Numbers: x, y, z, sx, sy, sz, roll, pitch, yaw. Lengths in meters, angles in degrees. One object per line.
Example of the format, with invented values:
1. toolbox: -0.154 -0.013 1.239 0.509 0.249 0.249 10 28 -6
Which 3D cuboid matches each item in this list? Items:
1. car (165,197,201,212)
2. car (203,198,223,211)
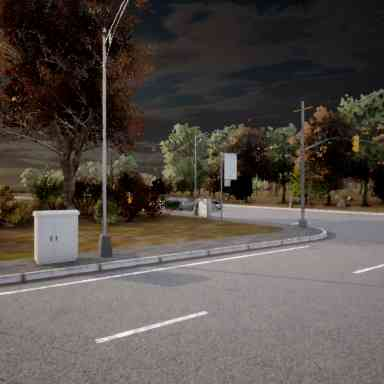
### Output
1. car: -1.334 1.337 39.074 2.097 1.767 4.553 0 0 -33
2. car: 1.832 1.478 40.627 2.128 1.511 4.902 0 0 -33
